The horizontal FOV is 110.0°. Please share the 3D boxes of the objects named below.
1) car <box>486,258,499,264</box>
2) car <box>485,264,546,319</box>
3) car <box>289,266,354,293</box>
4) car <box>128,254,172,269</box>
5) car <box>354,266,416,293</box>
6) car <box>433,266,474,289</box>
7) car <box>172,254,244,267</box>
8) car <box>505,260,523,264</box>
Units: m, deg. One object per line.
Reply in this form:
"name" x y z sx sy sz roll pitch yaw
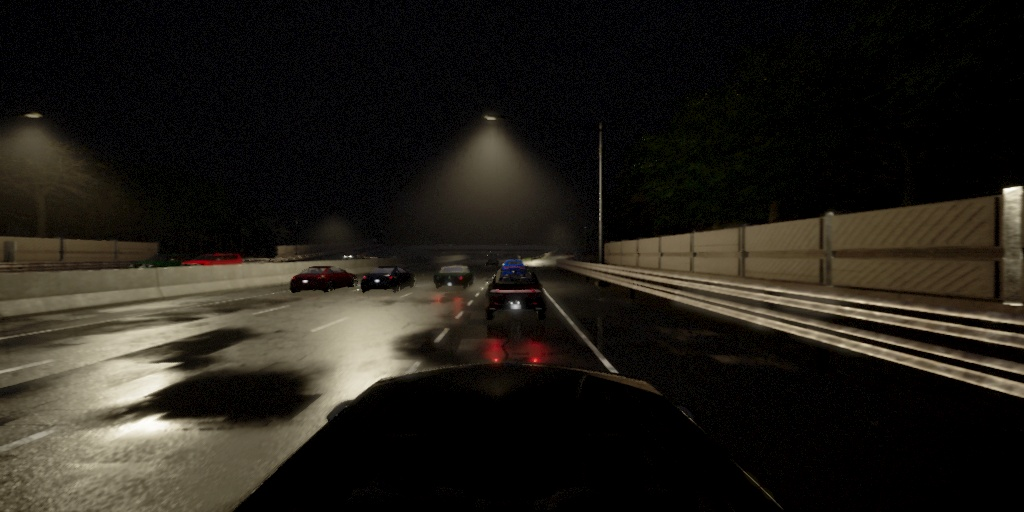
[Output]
"car" -3.234 0.989 60.444 1.994 1.385 4.181 0 0 0
"car" 0.112 1.204 12.561 2.128 1.511 4.902 0 0 0
"car" -10.367 1.231 19.997 1.994 1.385 4.181 0 0 0
"car" -31.433 0.815 32.798 2.150 2.045 5.566 0 0 1
"car" -6.866 1.230 20.279 1.994 1.385 4.181 0 0 0
"car" -3.462 1.255 22.251 1.895 1.301 4.718 0 0 0
"car" -27.919 0.812 33.585 2.150 2.045 5.566 0 0 1
"car" 0.183 1.080 30.799 1.882 1.535 5.008 0 0 0
